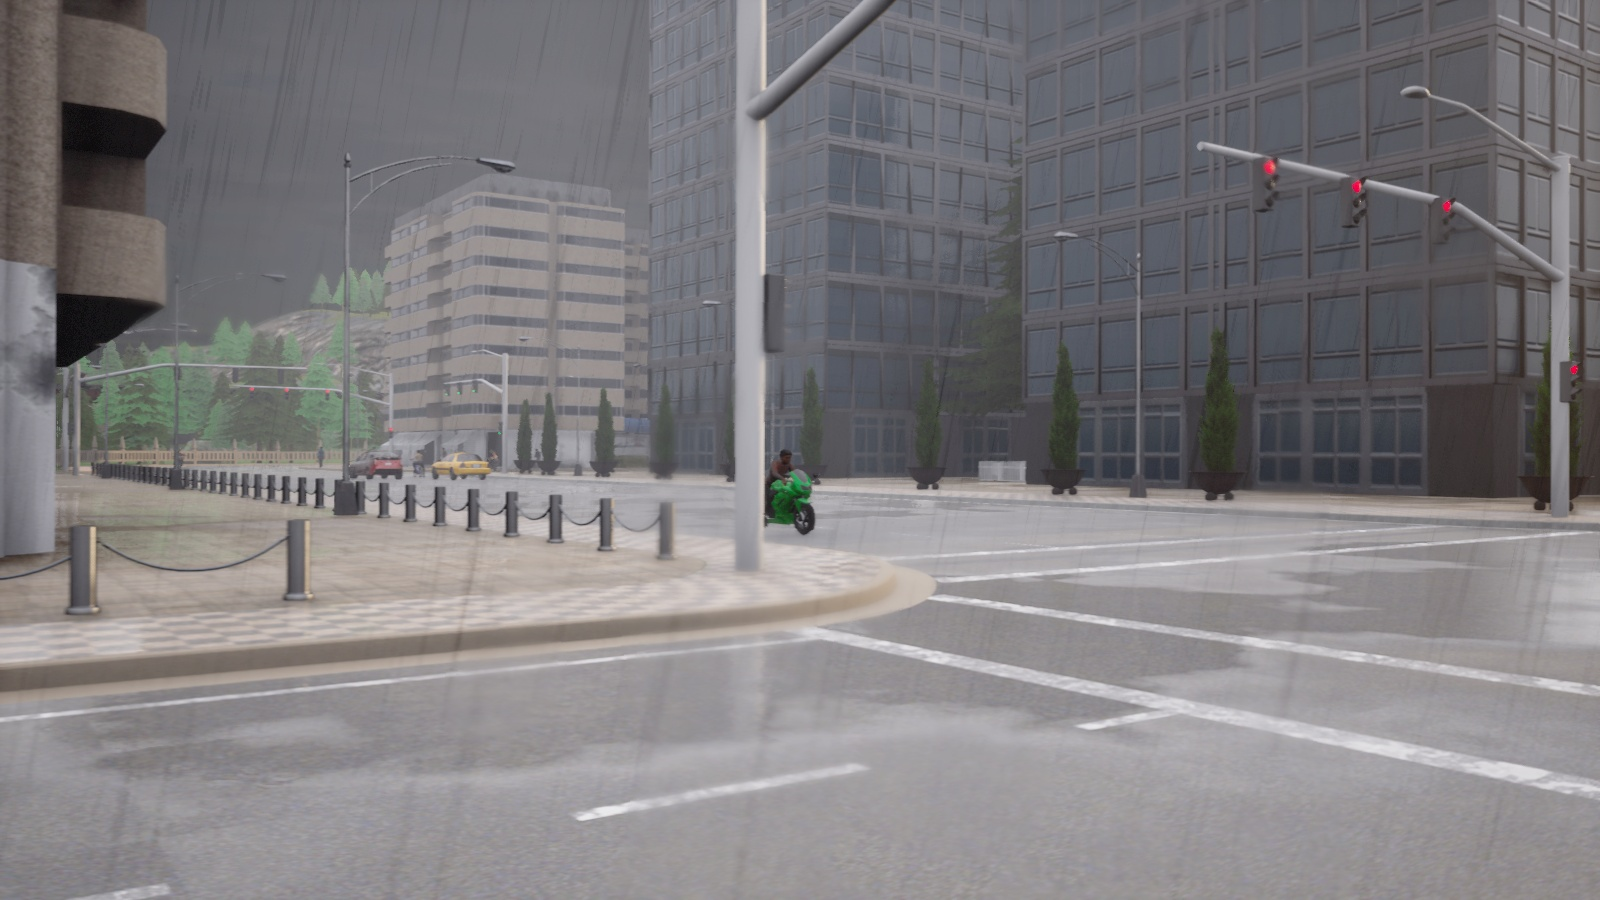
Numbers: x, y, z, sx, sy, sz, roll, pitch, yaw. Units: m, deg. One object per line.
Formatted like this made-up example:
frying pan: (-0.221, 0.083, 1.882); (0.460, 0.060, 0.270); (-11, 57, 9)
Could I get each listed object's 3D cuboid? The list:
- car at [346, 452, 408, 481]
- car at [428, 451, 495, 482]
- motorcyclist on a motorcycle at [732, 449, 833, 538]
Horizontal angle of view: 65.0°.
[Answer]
car: (-22.895, 0.882, 67.880); (2.007, 1.525, 4.514); (0, 0, -34)
car: (-18.162, 0.867, 67.154); (1.801, 1.575, 5.366); (0, 0, -34)
motorcyclist on a motorcycle: (-0.335, 0.747, 22.558); (0.797, 1.523, 2.044); (0, 0, -35)
